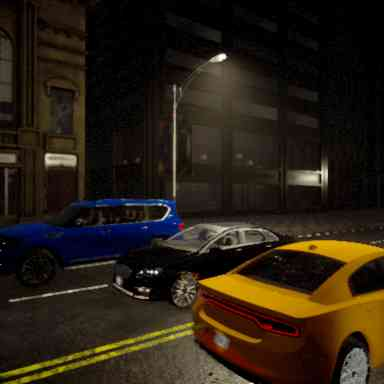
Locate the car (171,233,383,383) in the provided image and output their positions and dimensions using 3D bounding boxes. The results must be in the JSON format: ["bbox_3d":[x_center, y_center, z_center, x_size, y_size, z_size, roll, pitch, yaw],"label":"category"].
[{"bbox_3d":[2.345,1.511,5.096,5.008,1.535,1.882,1,0,-35],"label":"car"}]

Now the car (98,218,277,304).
[{"bbox_3d":[0.548,1.526,8.053,4.902,1.511,2.128,1,0,-35],"label":"car"}]

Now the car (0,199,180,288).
[{"bbox_3d":[-2.791,1.243,9.683,5.566,2.045,2.150,0,0,-35],"label":"car"}]
